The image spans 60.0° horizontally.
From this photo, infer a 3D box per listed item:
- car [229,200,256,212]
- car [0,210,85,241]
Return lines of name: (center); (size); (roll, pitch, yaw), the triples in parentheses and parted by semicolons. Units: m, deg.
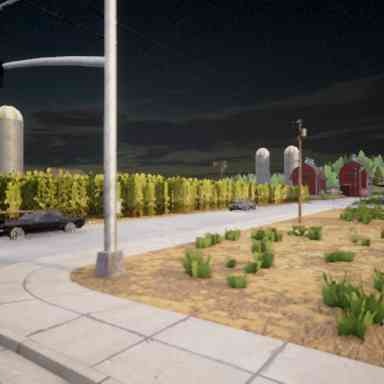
car: (5.943, 1.585, 39.068); (1.994, 1.385, 4.181); (0, 0, 32)
car: (-8.035, 1.639, 17.288); (1.895, 1.301, 4.718); (0, 0, 34)
